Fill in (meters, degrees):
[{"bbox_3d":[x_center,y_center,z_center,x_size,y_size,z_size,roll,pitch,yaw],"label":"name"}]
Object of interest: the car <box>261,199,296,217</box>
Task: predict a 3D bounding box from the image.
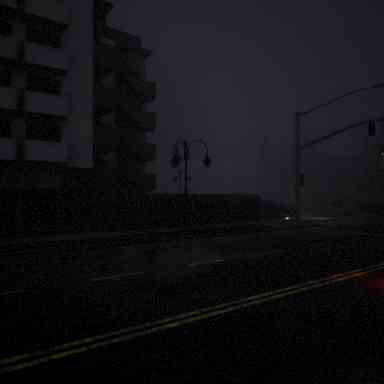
[{"bbox_3d":[7.834,1.478,32.203,1.882,1.535,5.008,0,0,-38],"label":"car"}]
